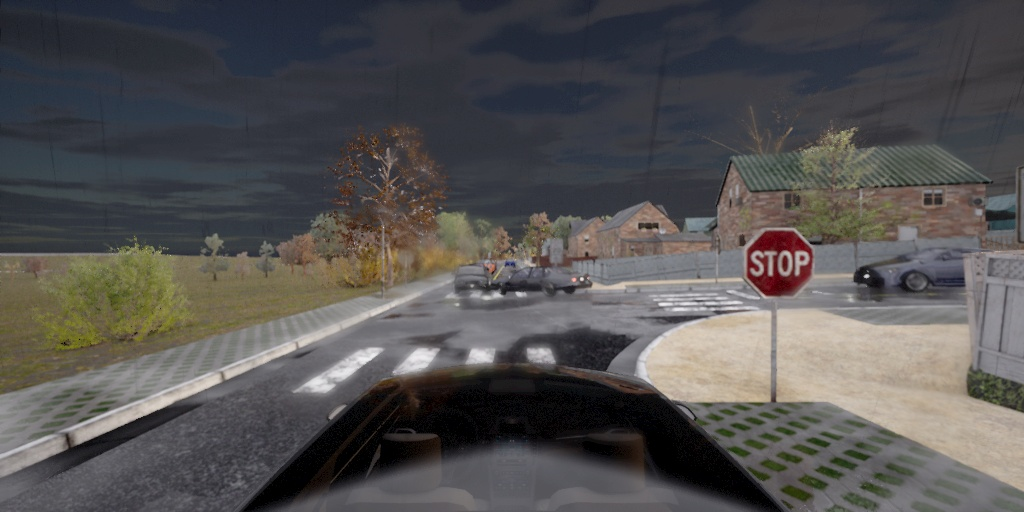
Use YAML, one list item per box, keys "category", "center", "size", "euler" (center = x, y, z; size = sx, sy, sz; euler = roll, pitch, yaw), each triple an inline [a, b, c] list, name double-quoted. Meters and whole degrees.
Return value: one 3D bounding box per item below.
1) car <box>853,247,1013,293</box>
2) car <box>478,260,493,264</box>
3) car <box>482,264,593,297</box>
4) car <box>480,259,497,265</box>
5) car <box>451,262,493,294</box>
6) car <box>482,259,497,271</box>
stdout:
- category: "car"
  center: [14.337, 0.417, 12.031]
  size: [4.181, 1.385, 1.994]
  euler: [-3, 0, 16]
- category: "car"
  center: [-3.001, 1.317, 30.286]
  size: [2.033, 1.411, 5.357]
  euler: [0, 0, 0]
- category: "car"
  center: [1.256, 1.203, 17.583]
  size: [5.357, 1.411, 2.033]
  euler: [-4, -3, 43]
- category: "car"
  center: [-3.050, 1.133, 40.289]
  size: [2.097, 1.767, 4.553]
  euler: [0, 0, 0]
- category: "car"
  center: [-2.347, 1.264, 20.475]
  size: [1.837, 1.490, 4.892]
  euler: [0, 0, -8]
- category: "car"
  center: [-3.089, 1.271, 50.326]
  size: [1.882, 1.535, 5.008]
  euler: [0, 0, 0]
